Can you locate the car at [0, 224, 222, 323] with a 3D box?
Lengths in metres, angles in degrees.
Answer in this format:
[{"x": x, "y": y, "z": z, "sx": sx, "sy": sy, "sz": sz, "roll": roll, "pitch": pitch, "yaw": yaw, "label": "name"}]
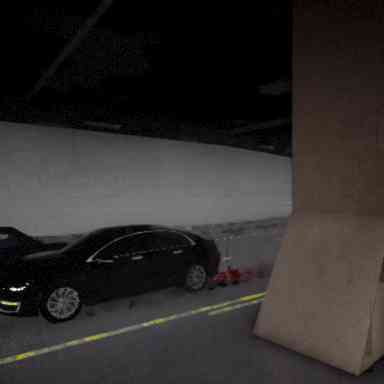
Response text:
[{"x": -1.547, "y": 1.505, "z": 7.285, "sx": 4.892, "sy": 1.490, "sz": 1.837, "roll": 0, "pitch": 0, "yaw": -36, "label": "car"}]
